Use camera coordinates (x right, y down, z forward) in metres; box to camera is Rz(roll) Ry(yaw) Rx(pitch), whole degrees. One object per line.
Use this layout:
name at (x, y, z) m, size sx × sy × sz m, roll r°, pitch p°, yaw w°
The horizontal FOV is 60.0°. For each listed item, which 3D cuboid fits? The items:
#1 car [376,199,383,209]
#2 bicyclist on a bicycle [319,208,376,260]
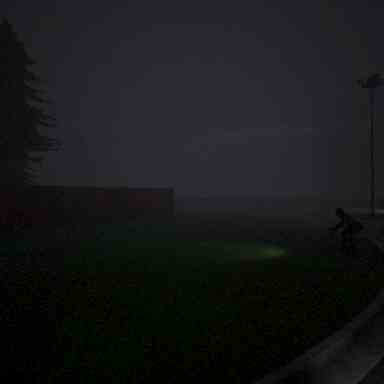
car at (26.844, 1.220, 42.602) m, size 5.566 × 2.045 × 2.150 m, roll 0°, pitch 0°, yaw 10°
bicyclist on a bicycle at (4.858, 1.333, 10.524) m, size 1.656 × 1.620 × 0.582 m, roll -2°, pitch -1°, yaw 25°
